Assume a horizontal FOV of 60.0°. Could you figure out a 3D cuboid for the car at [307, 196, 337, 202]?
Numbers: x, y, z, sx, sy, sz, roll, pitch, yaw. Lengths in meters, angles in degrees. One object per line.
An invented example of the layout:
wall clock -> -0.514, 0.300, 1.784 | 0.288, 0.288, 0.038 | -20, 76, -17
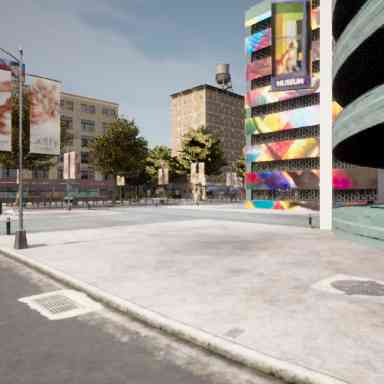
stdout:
car -> 14.979, 1.320, 39.725 | 4.674, 1.452, 2.002 | 0, 0, -44
